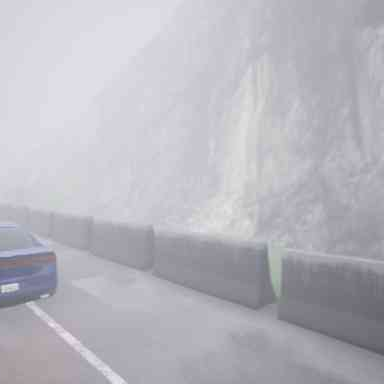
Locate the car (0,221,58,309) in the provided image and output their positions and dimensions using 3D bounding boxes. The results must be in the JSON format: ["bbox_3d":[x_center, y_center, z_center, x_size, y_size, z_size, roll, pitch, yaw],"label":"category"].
[{"bbox_3d":[-4.593,1.381,7.278,1.882,1.535,5.008,-1,1,-41],"label":"car"}]
